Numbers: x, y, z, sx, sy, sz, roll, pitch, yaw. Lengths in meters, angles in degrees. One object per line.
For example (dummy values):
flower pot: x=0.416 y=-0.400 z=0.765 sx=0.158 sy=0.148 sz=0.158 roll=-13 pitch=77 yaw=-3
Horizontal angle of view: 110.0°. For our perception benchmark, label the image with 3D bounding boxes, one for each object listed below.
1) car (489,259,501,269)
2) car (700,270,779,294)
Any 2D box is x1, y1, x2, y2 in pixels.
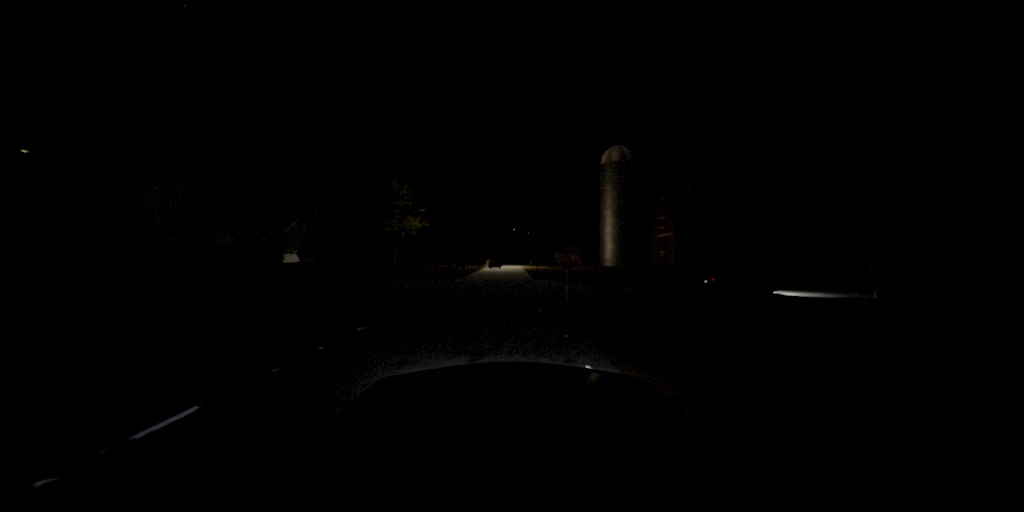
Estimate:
car: x=-2.816 y=1.313 z=59.380 sx=1.882 sy=1.535 sz=5.008 roll=0 pitch=0 yaw=1
car: x=13.916 y=1.563 z=22.070 sx=4.181 sy=1.385 sz=1.994 roll=1 pitch=0 yaw=0
